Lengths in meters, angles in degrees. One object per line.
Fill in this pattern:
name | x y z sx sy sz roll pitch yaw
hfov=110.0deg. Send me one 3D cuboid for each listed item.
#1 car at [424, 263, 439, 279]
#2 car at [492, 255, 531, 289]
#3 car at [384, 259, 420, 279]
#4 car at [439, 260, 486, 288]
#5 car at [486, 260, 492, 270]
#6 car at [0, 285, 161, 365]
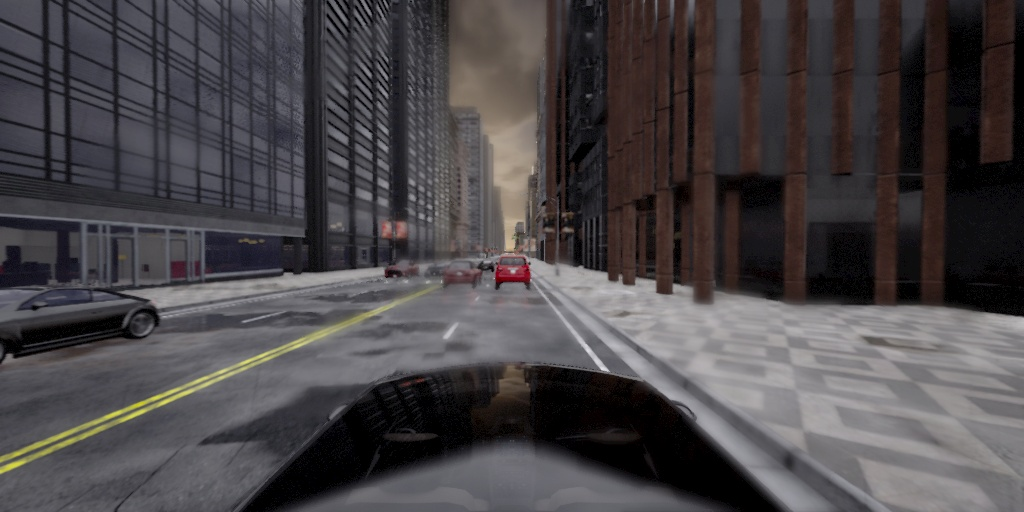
car | -6.537 1.311 32.254 1.994 1.385 4.181 0 0 0
car | 0.075 0.972 23.200 2.150 2.045 5.566 0 0 0
car | -9.784 1.097 32.249 2.097 1.767 4.553 0 0 1
car | -3.166 1.099 23.834 2.097 1.767 4.553 0 0 0
car | -3.160 1.221 45.870 1.882 1.535 5.008 0 0 0
car | -9.838 1.311 7.241 1.994 1.385 4.181 0 0 1
